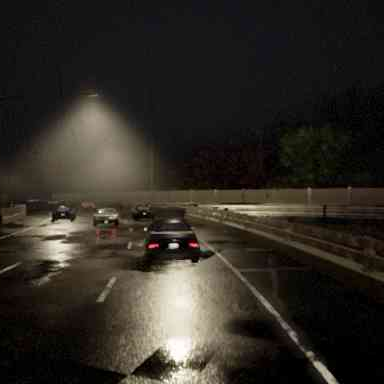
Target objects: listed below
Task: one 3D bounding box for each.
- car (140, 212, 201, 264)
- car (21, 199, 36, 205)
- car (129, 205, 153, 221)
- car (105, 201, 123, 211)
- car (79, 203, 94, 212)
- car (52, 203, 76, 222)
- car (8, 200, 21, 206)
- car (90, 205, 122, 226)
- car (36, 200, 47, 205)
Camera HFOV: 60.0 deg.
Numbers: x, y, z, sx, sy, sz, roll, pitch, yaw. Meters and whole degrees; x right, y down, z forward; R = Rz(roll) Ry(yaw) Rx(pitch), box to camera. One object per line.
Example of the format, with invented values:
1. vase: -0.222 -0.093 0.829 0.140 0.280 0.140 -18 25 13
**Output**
1. car: -0.837 1.703 12.582 2.033 1.411 5.357 0 -1 -7
2. car: -41.973 2.606 83.277 4.902 1.511 2.128 -1 -1 39
3. car: -4.937 1.978 32.385 1.994 1.385 4.181 0 -1 -17
4. car: -11.676 2.162 49.694 1.837 1.490 4.892 1 -1 -26
5. car: -15.850 2.288 50.272 1.895 1.301 4.718 0 -1 -27
6. car: -12.086 2.007 31.552 1.994 1.385 4.181 0 -1 -17
7. car: -44.245 2.588 80.614 4.902 1.511 2.128 -1 -1 39
8. car: -6.931 1.960 26.855 1.895 1.301 4.718 0 -1 -15
9. car: -39.289 2.704 85.662 4.718 1.301 1.895 -1 -1 39
